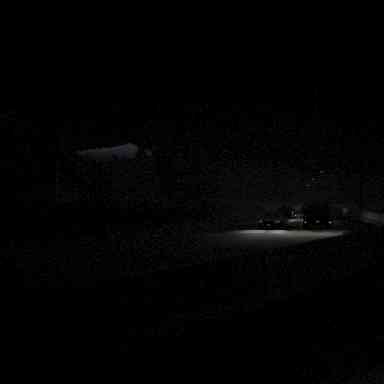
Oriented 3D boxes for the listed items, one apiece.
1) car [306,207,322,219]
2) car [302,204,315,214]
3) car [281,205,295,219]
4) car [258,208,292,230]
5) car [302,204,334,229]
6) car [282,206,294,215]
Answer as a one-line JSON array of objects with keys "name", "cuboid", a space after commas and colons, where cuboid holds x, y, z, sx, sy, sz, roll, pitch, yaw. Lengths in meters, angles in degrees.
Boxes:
[{"name": "car", "cuboid": [16.520, 2.777, 45.249, 1.837, 1.490, 4.892, -2, -2, 17]}, {"name": "car", "cuboid": [21.381, 3.137, 61.300, 2.097, 1.767, 4.553, -2, -2, 17]}, {"name": "car", "cuboid": [12.735, 2.674, 44.871, 2.097, 1.767, 4.553, -2, -2, 17]}, {"name": "car", "cuboid": [7.085, 2.395, 28.672, 1.812, 1.442, 4.674, -2, -2, 25]}, {"name": "car", "cuboid": [10.868, 2.025, 28.497, 2.150, 2.045, 5.566, -2, -2, 23]}, {"name": "car", "cuboid": [17.167, 3.305, 59.420, 1.812, 1.442, 4.674, -2, -1, 17]}]
